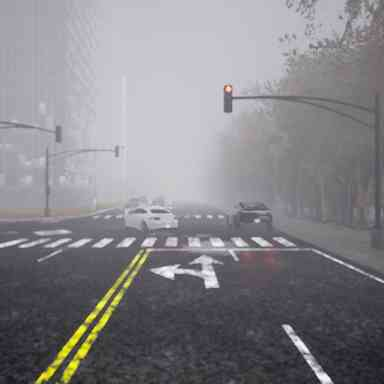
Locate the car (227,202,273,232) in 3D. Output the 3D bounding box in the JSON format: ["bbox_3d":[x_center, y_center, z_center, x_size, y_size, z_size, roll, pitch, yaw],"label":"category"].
[{"bbox_3d":[3.086,1.322,18.545,2.128,1.511,4.902,-1,-4,-2],"label":"car"}]

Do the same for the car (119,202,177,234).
[{"bbox_3d":[-2.556,1.538,19.185,1.812,1.442,4.674,1,0,-34],"label":"car"}]

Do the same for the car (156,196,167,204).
[{"bbox_3d":[-5.877,1.537,64.249,1.837,1.490,4.892,0,1,-4],"label":"car"}]

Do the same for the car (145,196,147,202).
[{"bbox_3d":[-8.924,1.537,61.022,1.837,1.490,4.892,0,0,-4],"label":"car"}]

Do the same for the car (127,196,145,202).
[{"bbox_3d":[-7.989,1.545,45.584,1.812,1.442,4.674,0,0,-3],"label":"car"}]

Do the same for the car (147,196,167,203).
[{"bbox_3d":[-4.887,1.512,48.341,2.128,1.511,4.902,0,0,-3],"label":"car"}]
